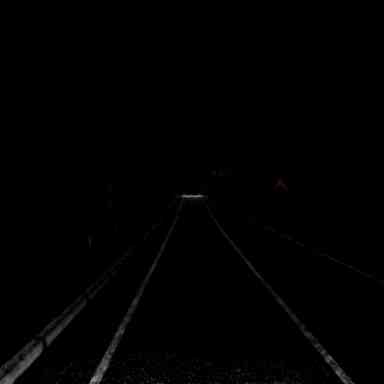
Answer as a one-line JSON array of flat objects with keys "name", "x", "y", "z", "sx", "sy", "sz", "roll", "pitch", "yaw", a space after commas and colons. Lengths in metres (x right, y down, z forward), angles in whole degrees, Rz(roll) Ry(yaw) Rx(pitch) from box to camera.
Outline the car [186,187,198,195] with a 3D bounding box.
[{"name": "car", "x": 0.038, "y": -0.211, "z": 60.691, "sx": 1.812, "sy": 1.442, "sz": 4.674, "roll": 0, "pitch": 3, "yaw": 0}]
